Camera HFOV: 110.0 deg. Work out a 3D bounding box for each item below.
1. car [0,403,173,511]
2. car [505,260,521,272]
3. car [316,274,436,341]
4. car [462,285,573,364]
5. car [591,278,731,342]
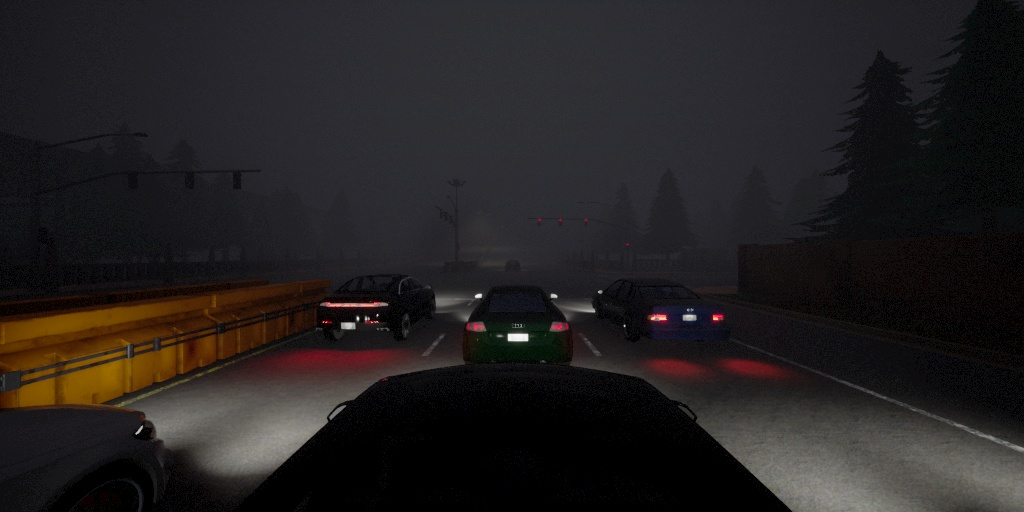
[{"bbox_3d":[-3.403,1.276,0.638,1.812,1.442,4.674,0,0,0],"label":"car"},{"bbox_3d":[0.096,1.228,45.986,1.882,1.535,5.008,0,0,0],"label":"car"},{"bbox_3d":[-3.400,1.241,9.875,2.128,1.511,4.902,0,0,0],"label":"car"},{"bbox_3d":[0.099,1.314,7.924,1.994,1.385,4.181,0,0,0],"label":"car"},{"bbox_3d":[3.599,1.297,9.781,2.033,1.411,5.357,0,0,0],"label":"car"}]
